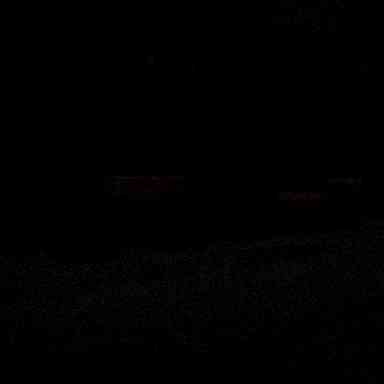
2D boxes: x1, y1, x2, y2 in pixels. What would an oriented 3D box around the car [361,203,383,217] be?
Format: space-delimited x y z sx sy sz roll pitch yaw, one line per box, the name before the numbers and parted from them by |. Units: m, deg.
car | 20.503 1.961 35.254 2.128 1.511 4.902 -1 -1 -36
